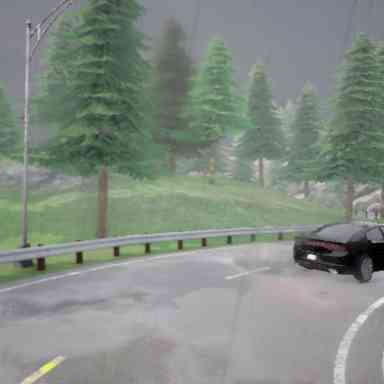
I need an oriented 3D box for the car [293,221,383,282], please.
[{"bbox_3d":[5.326,1.643,10.350,5.008,1.535,1.882,1,-1,-33],"label":"car"}]
